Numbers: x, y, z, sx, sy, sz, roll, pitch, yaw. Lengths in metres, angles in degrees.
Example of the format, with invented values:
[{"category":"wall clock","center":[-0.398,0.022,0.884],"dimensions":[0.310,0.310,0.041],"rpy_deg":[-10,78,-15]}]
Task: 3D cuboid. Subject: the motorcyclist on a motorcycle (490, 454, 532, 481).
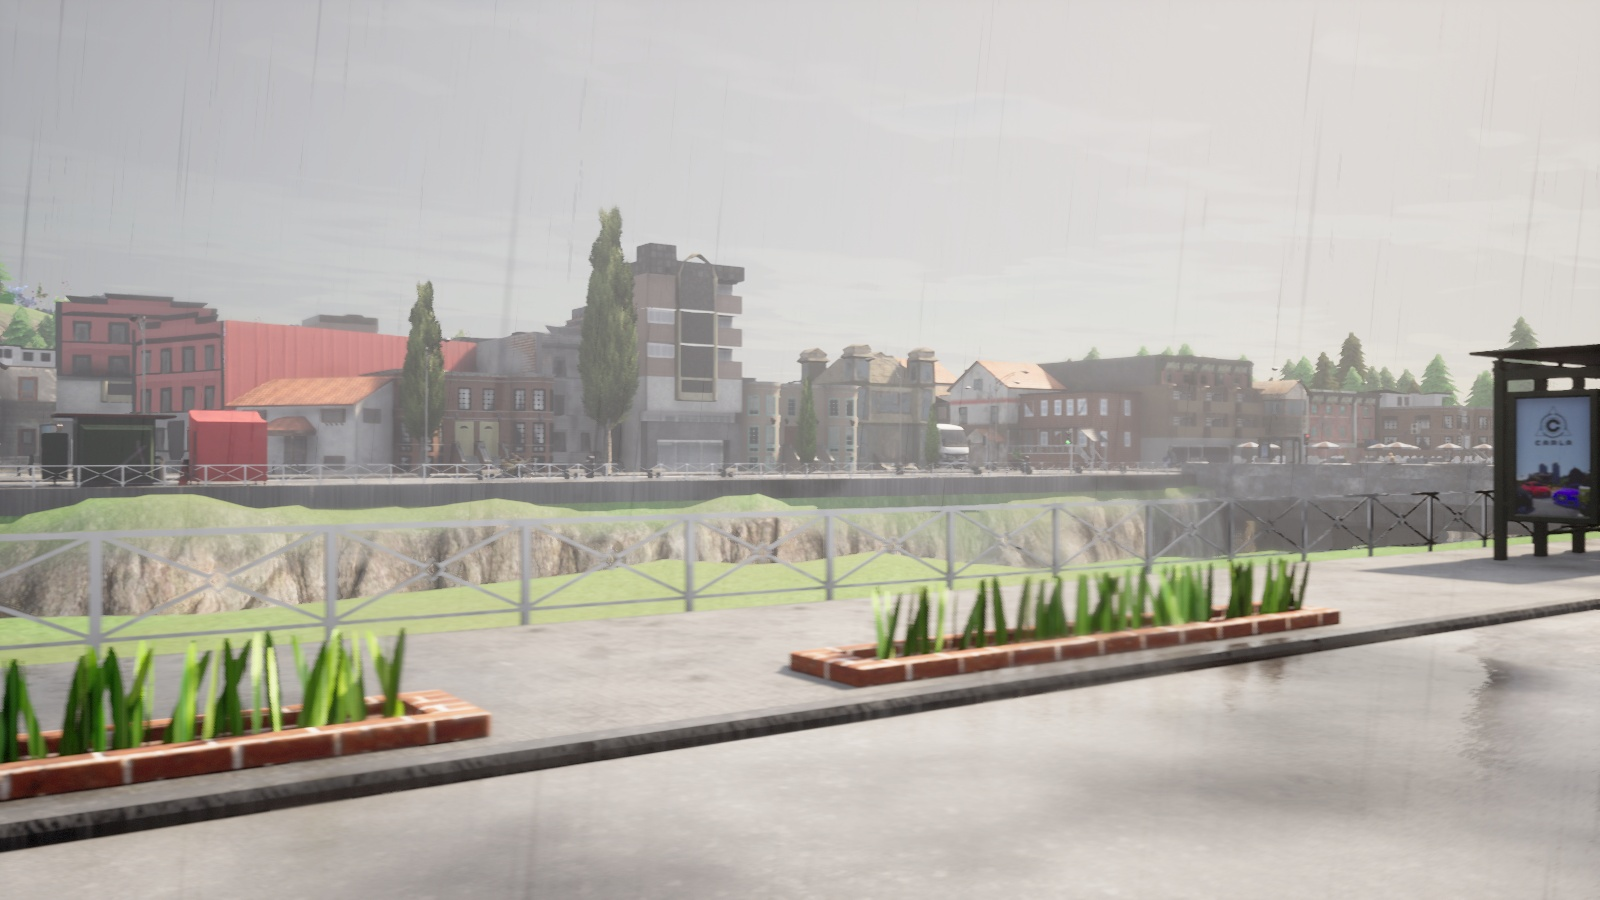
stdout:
[{"category":"motorcyclist on a motorcycle","center":[-16.728,0.993,72.683],"dimensions":[2.191,1.530,0.866],"rpy_deg":[0,0,-35]}]
